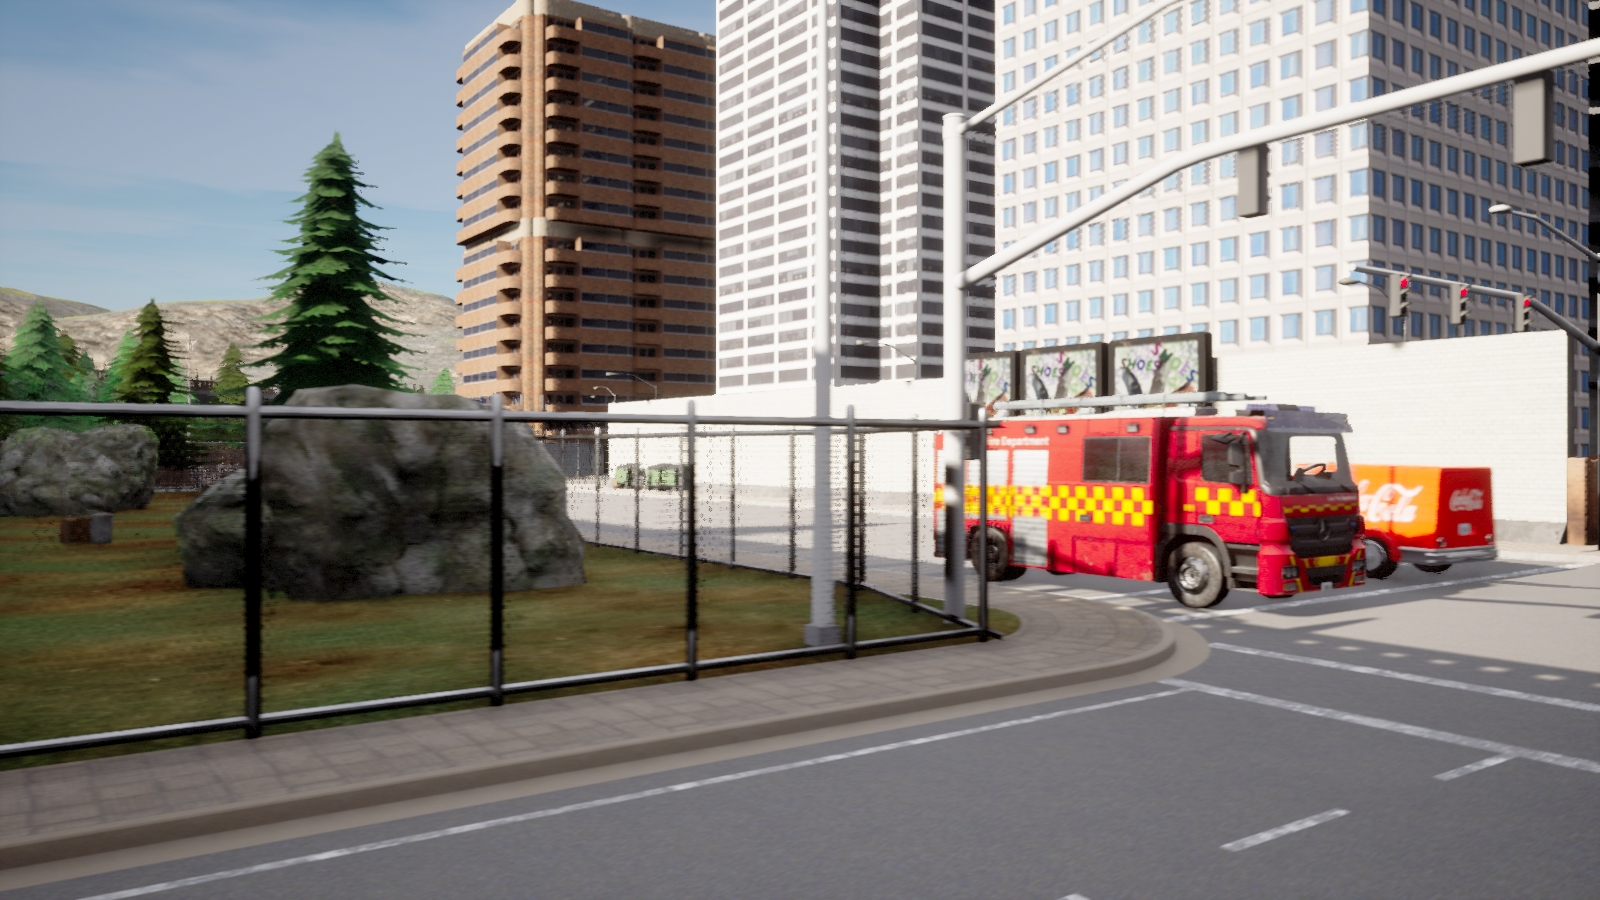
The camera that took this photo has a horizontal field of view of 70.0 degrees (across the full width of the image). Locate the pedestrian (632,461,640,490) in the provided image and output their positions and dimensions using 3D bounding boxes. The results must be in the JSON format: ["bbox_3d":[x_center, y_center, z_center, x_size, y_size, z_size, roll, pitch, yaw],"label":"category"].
[{"bbox_3d":[-10.480,1.641,72.829,0.375,1.860,0.375,0,0,-33],"label":"pedestrian"}]

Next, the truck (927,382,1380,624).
[{"bbox_3d":[6.381,0.838,22.313,2.891,3.827,8.468,0,0,-35],"label":"truck"}]

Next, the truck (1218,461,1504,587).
[{"bbox_3d":[12.530,1.516,25.920,2.627,2.467,5.204,0,0,-31],"label":"truck"}]
